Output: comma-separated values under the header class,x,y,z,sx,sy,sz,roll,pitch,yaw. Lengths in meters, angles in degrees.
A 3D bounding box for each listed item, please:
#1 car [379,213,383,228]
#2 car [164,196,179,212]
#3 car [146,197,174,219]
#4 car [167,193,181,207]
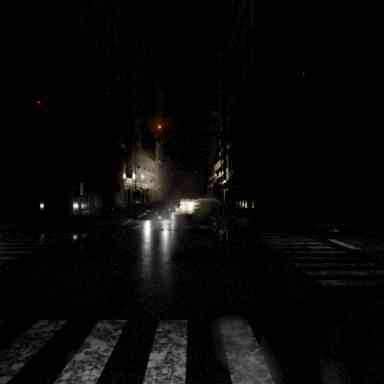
class,x,y,z,sx,sy,sz,roll,pitch,yaw
car,12.338,1.282,16.892,5.009,1.841,2.192,0,0,0
car,-2.864,1.511,39.152,1.812,1.442,4.674,0,0,0
car,-2.865,1.496,29.285,1.837,1.490,4.892,0,0,0
car,-2.874,1.197,49.552,2.150,2.045,5.566,0,0,0
